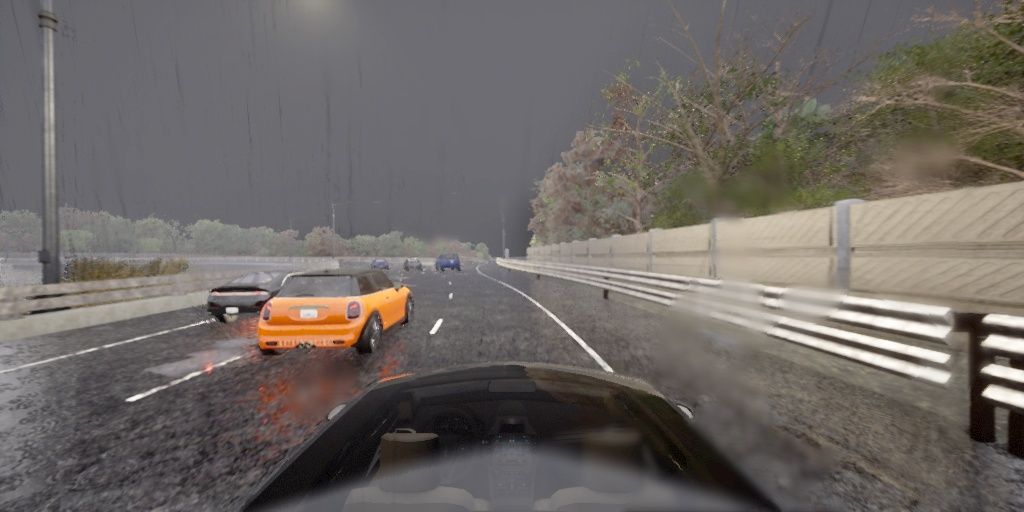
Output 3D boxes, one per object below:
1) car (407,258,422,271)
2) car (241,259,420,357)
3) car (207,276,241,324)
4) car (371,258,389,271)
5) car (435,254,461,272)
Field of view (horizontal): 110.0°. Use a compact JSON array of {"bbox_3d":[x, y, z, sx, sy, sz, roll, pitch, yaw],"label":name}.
[{"bbox_3d":[-12.132,1.014,43.634,2.128,1.511,4.902,0,0,-22],"label":"car"},{"bbox_3d":[-3.856,1.073,8.739,2.097,1.767,4.553,0,0,-3],"label":"car"},{"bbox_3d":[-7.607,1.209,11.895,2.128,1.511,4.902,0,0,-5],"label":"car"},{"bbox_3d":[-16.697,1.059,45.352,1.812,1.442,4.674,0,0,-24],"label":"car"},{"bbox_3d":[-7.436,0.736,41.411,2.150,2.045,5.566,0,0,-20],"label":"car"}]
